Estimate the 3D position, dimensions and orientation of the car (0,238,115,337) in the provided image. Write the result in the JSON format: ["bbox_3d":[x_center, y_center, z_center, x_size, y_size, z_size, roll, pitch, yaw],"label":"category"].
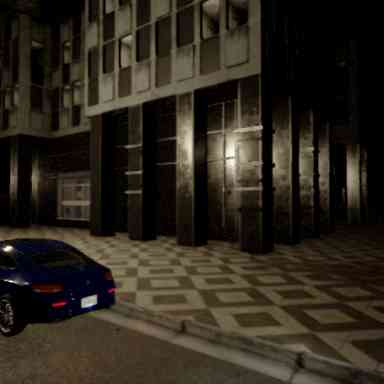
[{"bbox_3d":[-3.566,1.701,6.977,4.674,1.442,1.812,-1,-2,37],"label":"car"}]
